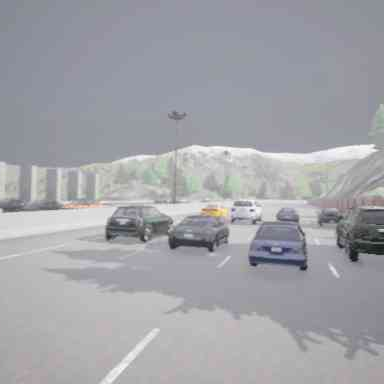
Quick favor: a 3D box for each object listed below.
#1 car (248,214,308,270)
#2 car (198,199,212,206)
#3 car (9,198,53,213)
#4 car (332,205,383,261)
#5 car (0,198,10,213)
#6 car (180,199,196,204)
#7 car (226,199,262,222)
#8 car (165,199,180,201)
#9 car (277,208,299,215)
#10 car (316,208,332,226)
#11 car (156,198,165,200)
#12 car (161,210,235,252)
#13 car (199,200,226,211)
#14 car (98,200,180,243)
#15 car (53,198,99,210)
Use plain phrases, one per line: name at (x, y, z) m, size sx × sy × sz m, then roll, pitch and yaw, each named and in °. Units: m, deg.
car at (3.186, 1.765, 12.071) m, size 2.033 × 1.411 × 5.357 m, roll 1°, pitch -1°, yaw 17°
car at (2.918, 2.394, 74.237) m, size 1.994 × 1.385 × 4.181 m, roll 1°, pitch -1°, yaw 16°
car at (-13.535, 1.460, 30.019) m, size 1.837 × 1.490 × 4.892 m, roll 2°, pitch 0°, yaw 18°
car at (7.301, 1.568, 13.536) m, size 2.150 × 2.045 × 5.566 m, roll 1°, pitch 0°, yaw 17°
car at (-16.986, 1.373, 30.639) m, size 1.837 × 1.490 × 4.892 m, roll 2°, pitch 0°, yaw 19°
car at (-0.462, 2.355, 75.146) m, size 1.895 × 1.301 × 4.718 m, roll 1°, pitch -1°, yaw 16°
car at (4.904, 1.678, 29.783) m, size 2.150 × 2.045 × 5.566 m, roll 1°, pitch 0°, yaw 17°
car at (-3.833, 2.274, 76.085) m, size 1.895 × 1.301 × 4.718 m, roll 1°, pitch -1°, yaw 16°
car at (8.757, 2.130, 30.425) m, size 1.994 × 1.385 × 4.181 m, roll 1°, pitch -1°, yaw 17°
car at (11.929, 2.142, 28.833) m, size 1.837 × 1.490 × 4.892 m, roll 1°, pitch 0°, yaw 17°
car at (-7.192, 2.075, 77.053) m, size 1.882 × 1.535 × 5.008 m, roll 1°, pitch -1°, yaw 16°
car at (0.447, 1.738, 15.065) m, size 1.994 × 1.385 × 4.181 m, roll 1°, pitch -1°, yaw 17°
car at (2.310, 1.899, 33.266) m, size 1.882 × 1.535 × 5.008 m, roll 1°, pitch -1°, yaw 17°
car at (-2.544, 1.469, 17.233) m, size 2.097 × 1.767 × 4.553 m, roll 1°, pitch -1°, yaw 17°
car at (-9.832, 1.408, 29.815) m, size 2.097 × 1.767 × 4.553 m, roll 1°, pitch -1°, yaw 15°
